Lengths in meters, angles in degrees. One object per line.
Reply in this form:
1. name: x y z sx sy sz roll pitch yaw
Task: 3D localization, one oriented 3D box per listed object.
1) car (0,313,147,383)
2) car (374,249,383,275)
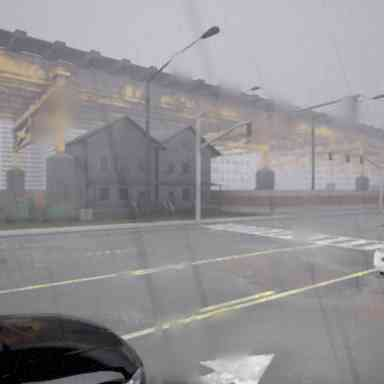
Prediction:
1. car: -2.589 1.489 1.899 4.902 1.511 2.128 0 0 -35
2. car: 6.755 1.623 8.579 4.718 1.301 1.895 0 0 -35
